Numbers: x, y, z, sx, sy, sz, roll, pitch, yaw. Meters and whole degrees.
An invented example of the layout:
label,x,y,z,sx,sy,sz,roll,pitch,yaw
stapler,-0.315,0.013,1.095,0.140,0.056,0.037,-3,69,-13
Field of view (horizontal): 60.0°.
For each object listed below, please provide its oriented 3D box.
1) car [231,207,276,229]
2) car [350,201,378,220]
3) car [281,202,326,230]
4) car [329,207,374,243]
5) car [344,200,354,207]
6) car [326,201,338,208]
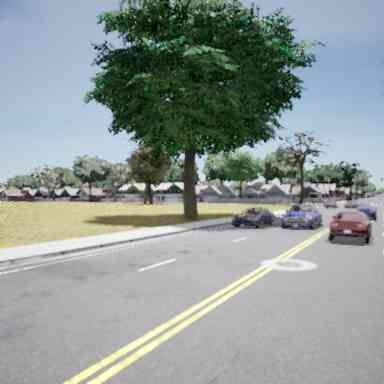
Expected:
label,x,y,z,sx,sy,sz,roll,pitch,yaw
car,4.681,1.843,24.540,2.033,1.411,5.357,0,-1,30
car,16.769,1.903,32.187,1.812,1.442,4.674,-1,-1,30
car,7.777,1.629,23.417,2.097,1.767,4.553,-1,-1,30
car,8.384,1.728,17.521,1.812,1.442,4.674,0,-1,29
car,28.217,2.241,59.018,1.812,1.442,4.674,0,-1,30
car,25.402,2.303,60.646,1.994,1.385,4.181,-1,-1,30
